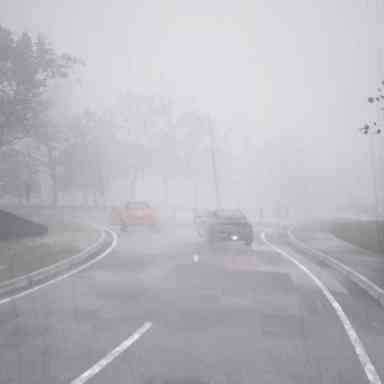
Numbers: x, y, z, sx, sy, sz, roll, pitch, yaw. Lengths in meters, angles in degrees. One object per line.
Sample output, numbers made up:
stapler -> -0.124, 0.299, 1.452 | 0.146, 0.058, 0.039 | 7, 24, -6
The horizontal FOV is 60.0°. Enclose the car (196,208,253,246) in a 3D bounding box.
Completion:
car -> 1.383, 1.508, 15.316 | 1.837, 1.490, 4.892 | 2, 0, -7

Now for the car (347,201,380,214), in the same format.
car -> 23.233, 2.173, 44.360 | 4.892, 1.490, 1.837 | 3, -1, -37

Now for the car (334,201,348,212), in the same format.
car -> 22.733, 2.078, 48.395 | 4.553, 1.767, 2.097 | 3, -1, -37

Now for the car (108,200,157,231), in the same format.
car -> -3.775, 1.293, 20.600 | 2.097, 1.767, 4.553 | 0, 0, -24
